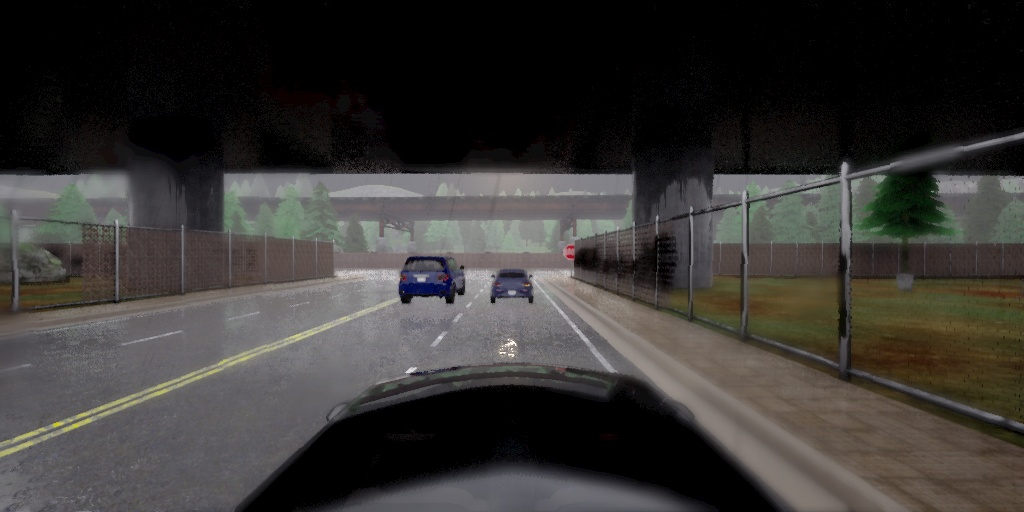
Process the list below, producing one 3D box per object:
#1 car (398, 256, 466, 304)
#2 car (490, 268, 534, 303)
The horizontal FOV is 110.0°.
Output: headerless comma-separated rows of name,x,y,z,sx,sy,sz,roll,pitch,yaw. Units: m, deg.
car,-3.500,1.007,16.530,2.150,2.045,5.566,0,0,0
car,0.000,1.282,16.500,1.812,1.442,4.674,0,0,0
